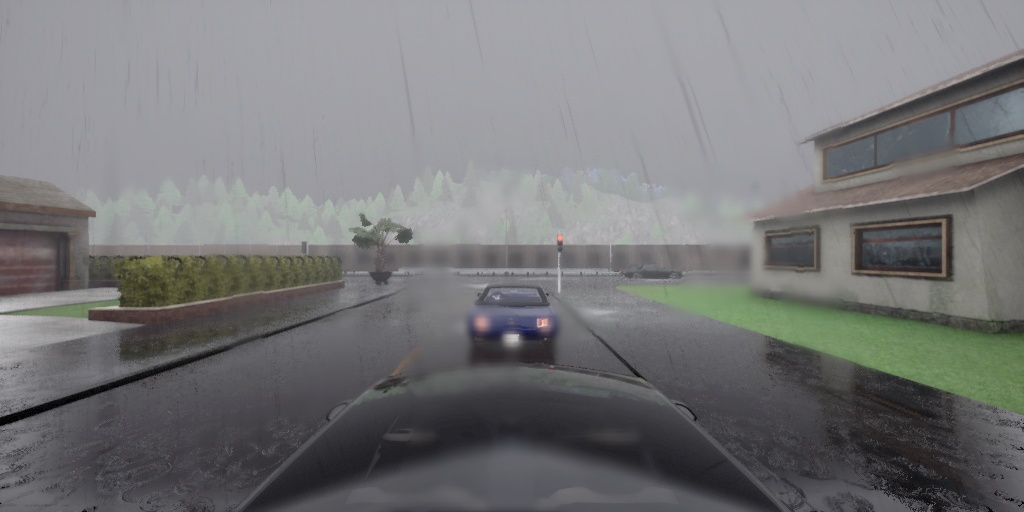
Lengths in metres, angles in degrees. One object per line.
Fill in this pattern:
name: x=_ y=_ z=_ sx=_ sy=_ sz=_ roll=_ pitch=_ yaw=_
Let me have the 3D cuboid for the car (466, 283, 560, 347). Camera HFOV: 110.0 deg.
car: x=0.042 y=1.348 z=9.295 sx=1.895 sy=1.301 sz=4.718 roll=0 pitch=0 yaw=1

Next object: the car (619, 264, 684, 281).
car: x=11.348 y=1.342 z=29.240 sx=4.718 sy=1.301 sz=1.895 roll=0 pitch=0 yaw=4
